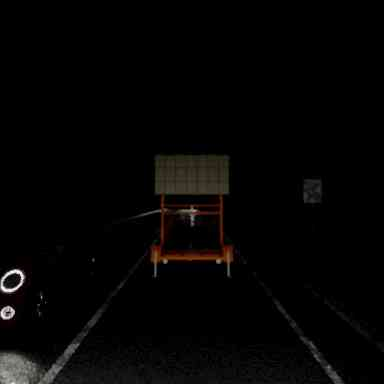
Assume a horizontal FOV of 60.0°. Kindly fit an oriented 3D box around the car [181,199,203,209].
[{"bbox_3d":[0.056,1.750,48.987,1.837,1.490,4.892,-1,0,23],"label":"car"}]

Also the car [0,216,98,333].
[{"bbox_3d":[-3.582,1.394,7.067,2.097,1.767,4.553,0,0,0],"label":"car"}]

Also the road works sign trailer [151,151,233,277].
[{"bbox_3d":[-0.001,0.526,10.415,2.380,3.560,2.880,0,0,0],"label":"road works sign trailer"}]
